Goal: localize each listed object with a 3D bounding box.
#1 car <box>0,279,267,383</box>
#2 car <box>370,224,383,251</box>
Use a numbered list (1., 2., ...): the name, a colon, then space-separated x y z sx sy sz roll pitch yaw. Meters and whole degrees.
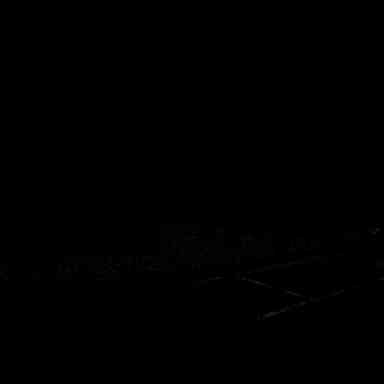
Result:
1. car: -1.680 1.477 2.182 5.008 1.535 1.882 0 0 -35
2. car: 8.626 1.448 12.795 4.097 1.590 1.967 0 -1 -35
